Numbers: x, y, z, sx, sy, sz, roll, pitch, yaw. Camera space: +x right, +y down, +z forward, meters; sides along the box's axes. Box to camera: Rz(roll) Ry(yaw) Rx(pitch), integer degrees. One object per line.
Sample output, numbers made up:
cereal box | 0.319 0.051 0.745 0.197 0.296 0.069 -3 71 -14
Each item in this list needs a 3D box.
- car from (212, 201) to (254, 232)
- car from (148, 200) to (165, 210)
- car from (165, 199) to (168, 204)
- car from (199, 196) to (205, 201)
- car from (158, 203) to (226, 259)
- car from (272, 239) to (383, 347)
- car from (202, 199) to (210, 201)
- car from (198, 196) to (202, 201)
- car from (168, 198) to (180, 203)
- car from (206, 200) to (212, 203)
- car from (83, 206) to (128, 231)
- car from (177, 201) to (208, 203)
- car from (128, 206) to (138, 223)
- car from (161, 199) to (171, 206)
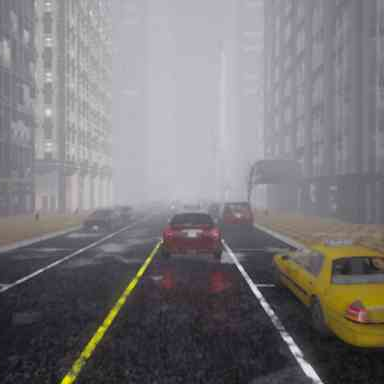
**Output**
car | 2.715 1.526 21.684 2.192 1.841 5.009 -1 -1 0
car | -5.663 2.059 50.600 1.802 1.307 4.206 -1 -1 0
car | -5.663 2.094 56.274 1.947 1.339 4.313 -1 -1 0
car | 2.682 1.968 56.214 1.967 1.590 4.097 -1 0 0
car | 0.018 1.482 13.324 2.097 1.767 4.553 0 -1 0
car | 2.807 1.592 6.601 1.752 1.417 4.829 -1 -1 0
car | 2.683 1.976 44.864 2.008 1.369 4.403 -1 -1 0
car | 2.364 2.254 82.367 1.837 1.490 4.892 0 -1 0
car | -3.009 2.146 64.498 2.033 1.411 5.357 0 0 1
car | 2.682 1.939 39.191 1.947 1.339 4.313 -1 -1 0
car | -5.837 1.781 22.232 1.947 1.339 4.313 -1 -1 0
car | 0.020 1.766 28.432 2.128 1.511 4.902 0 0 0
car | -5.667 1.834 27.906 1.947 1.339 4.313 -1 -1 0
car | -5.679 2.197 73.126 1.752 1.417 4.829 -1 0 0
